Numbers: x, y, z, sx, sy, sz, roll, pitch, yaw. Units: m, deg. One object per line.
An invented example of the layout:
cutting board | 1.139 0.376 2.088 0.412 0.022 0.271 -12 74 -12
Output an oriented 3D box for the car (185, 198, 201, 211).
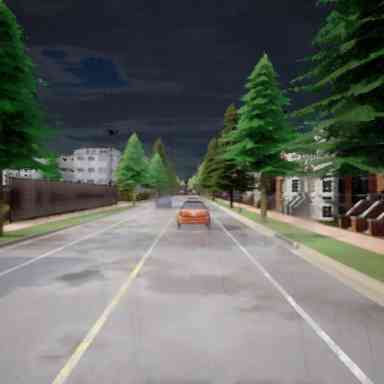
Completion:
car | 0.109 1.511 41.628 1.837 1.490 4.892 0 0 0

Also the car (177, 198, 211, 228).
car | 0.107 1.355 22.152 2.097 1.767 4.553 0 0 0

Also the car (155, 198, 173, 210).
car | -3.558 1.484 42.816 1.882 1.535 5.008 0 0 0
